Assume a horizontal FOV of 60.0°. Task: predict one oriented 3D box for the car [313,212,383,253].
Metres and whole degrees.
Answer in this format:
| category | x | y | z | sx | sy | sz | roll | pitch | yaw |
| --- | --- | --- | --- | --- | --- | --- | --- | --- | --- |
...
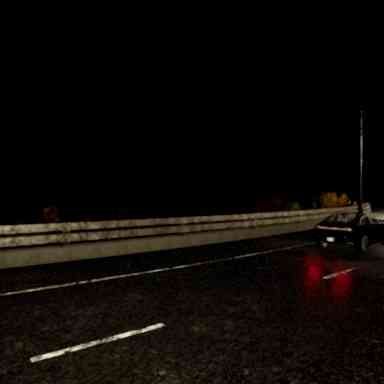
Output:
| category | x | y | z | sx | sy | sz | roll | pitch | yaw |
| --- | --- | --- | --- | --- | --- | --- | --- | --- | --- |
| car | 7.112 | 1.647 | 14.578 | 4.902 | 1.511 | 2.128 | 1 | 0 | -44 |
